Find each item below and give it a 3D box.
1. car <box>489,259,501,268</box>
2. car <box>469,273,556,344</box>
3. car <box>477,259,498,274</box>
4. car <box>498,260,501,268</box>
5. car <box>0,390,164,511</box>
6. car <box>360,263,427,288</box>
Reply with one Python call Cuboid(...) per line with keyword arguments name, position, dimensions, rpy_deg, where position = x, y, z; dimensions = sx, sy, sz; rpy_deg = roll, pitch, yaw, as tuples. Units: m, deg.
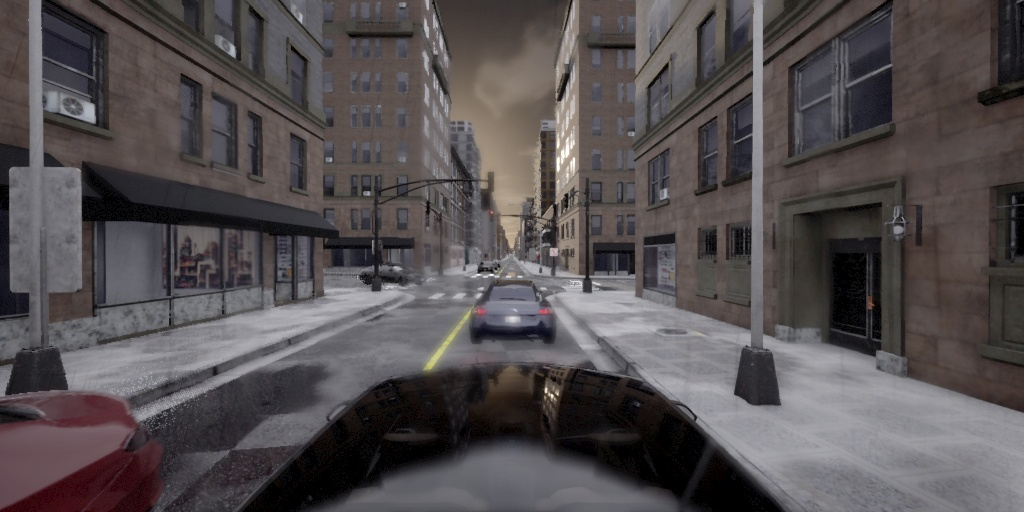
Cuboid(name="car", position=(-3.016, 1.318, 63.263), dimensions=(1.882, 1.535, 5.008), rpy_deg=(0, 0, 0))
Cuboid(name="car", position=(0.016, 1.315, 9.587), dimensions=(1.994, 1.385, 4.181), rpy_deg=(0, 0, 0))
Cuboid(name="car", position=(-3.067, 1.306, 43.031), dimensions=(1.837, 1.490, 4.892), rpy_deg=(0, 0, 0))
Cuboid(name="car", position=(-3.061, 1.368, 52.854), dimensions=(2.033, 1.411, 5.357), rpy_deg=(0, 0, 0))
Cuboid(name="car", position=(-3.086, 1.276, 0.320), dimensions=(1.812, 1.442, 4.674), rpy_deg=(0, 0, 0))
Cuboid(name="car", position=(-7.847, 1.216, 23.650), dimensions=(4.674, 1.442, 1.812), rpy_deg=(1, 0, 21))
